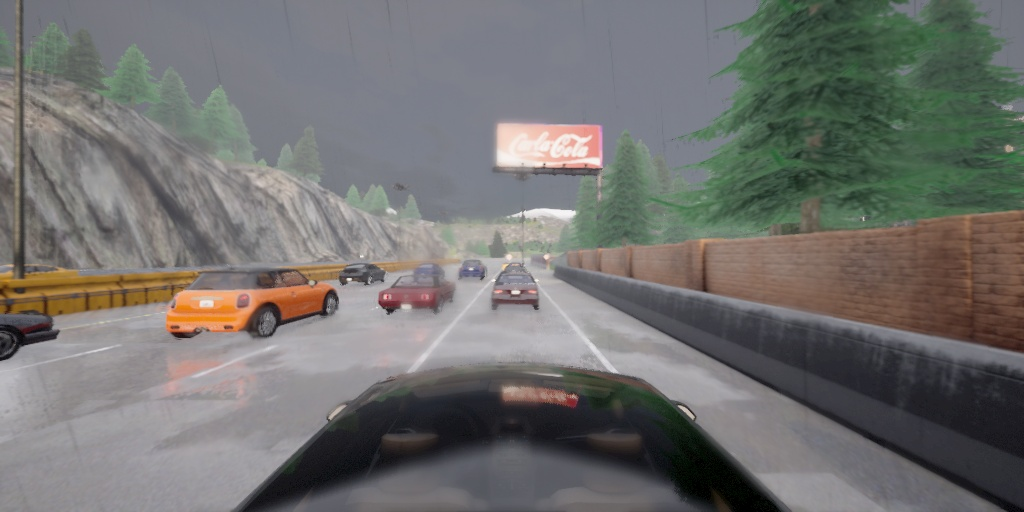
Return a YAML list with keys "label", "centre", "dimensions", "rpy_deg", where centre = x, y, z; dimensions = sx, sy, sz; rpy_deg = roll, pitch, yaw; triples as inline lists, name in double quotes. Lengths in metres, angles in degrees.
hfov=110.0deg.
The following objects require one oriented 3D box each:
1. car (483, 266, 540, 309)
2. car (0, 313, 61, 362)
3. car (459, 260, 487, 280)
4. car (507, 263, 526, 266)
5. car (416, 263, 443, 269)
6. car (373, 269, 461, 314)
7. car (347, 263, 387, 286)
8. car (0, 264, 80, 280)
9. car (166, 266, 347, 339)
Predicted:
- label: "car"
  centre: [0.135, 1.298, 14.880]
  dimensions: [2.033, 1.411, 5.357]
  rpy_deg: [0, 0, 0]
- label: "car"
  centre: [-10.386, 1.288, 4.964]
  dimensions: [2.033, 1.411, 5.357]
  rpy_deg: [0, 0, 0]
- label: "car"
  centre: [-3.328, 1.100, 31.332]
  dimensions: [2.097, 1.767, 4.553]
  rpy_deg: [0, 0, 0]
- label: "car"
  centre: [0.405, 1.315, 34.704]
  dimensions: [1.994, 1.385, 4.181]
  rpy_deg: [0, 0, 7]
- label: "car"
  centre: [-6.842, 1.270, 29.730]
  dimensions: [1.812, 1.442, 4.674]
  rpy_deg: [0, 0, 0]
- label: "car"
  centre: [-3.367, 1.348, 13.721]
  dimensions: [1.895, 1.301, 4.718]
  rpy_deg: [0, 0, 0]
- label: "car"
  centre: [-10.339, 1.246, 25.213]
  dimensions: [1.837, 1.490, 4.892]
  rpy_deg: [0, 0, 0]
- label: "car"
  centre: [-27.951, 1.207, 20.245]
  dimensions: [1.882, 1.535, 5.008]
  rpy_deg: [0, 0, 0]
- label: "car"
  centre: [-6.867, 1.096, 10.190]
  dimensions: [2.097, 1.767, 4.553]
  rpy_deg: [0, 0, 0]
